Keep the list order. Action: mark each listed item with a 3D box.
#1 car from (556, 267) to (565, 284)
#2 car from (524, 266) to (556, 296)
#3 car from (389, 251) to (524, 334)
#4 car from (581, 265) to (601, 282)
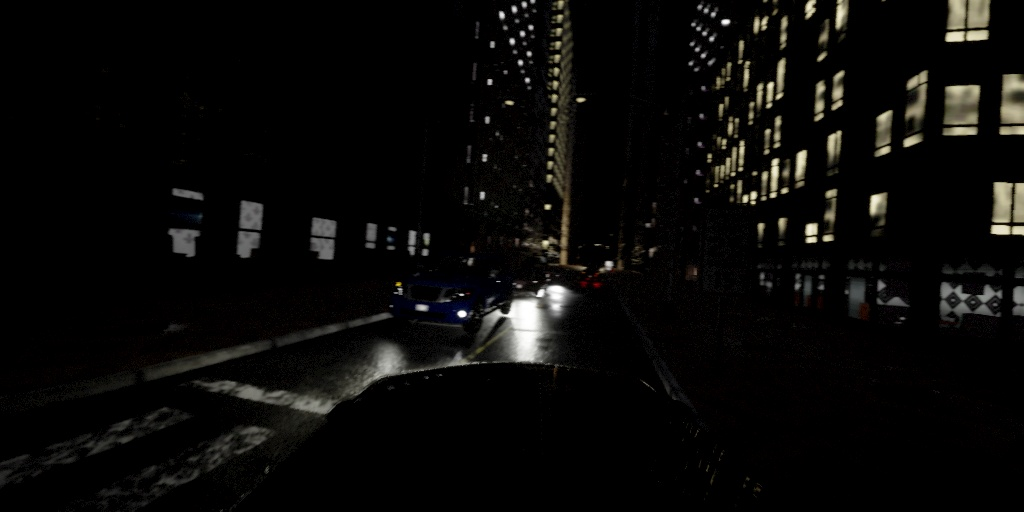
[{"bbox_3d":[3.405,1.614,30.756,1.895,1.301,4.718,4,0,14],"label":"car"},{"bbox_3d":[0.961,1.329,20.739,2.128,1.511,4.902,4,0,14],"label":"car"},{"bbox_3d":[-1.406,0.888,10.951,2.150,2.045,5.566,4,0,14],"label":"car"},{"bbox_3d":[8.381,1.876,37.952,1.812,1.442,4.674,4,0,15],"label":"car"}]
